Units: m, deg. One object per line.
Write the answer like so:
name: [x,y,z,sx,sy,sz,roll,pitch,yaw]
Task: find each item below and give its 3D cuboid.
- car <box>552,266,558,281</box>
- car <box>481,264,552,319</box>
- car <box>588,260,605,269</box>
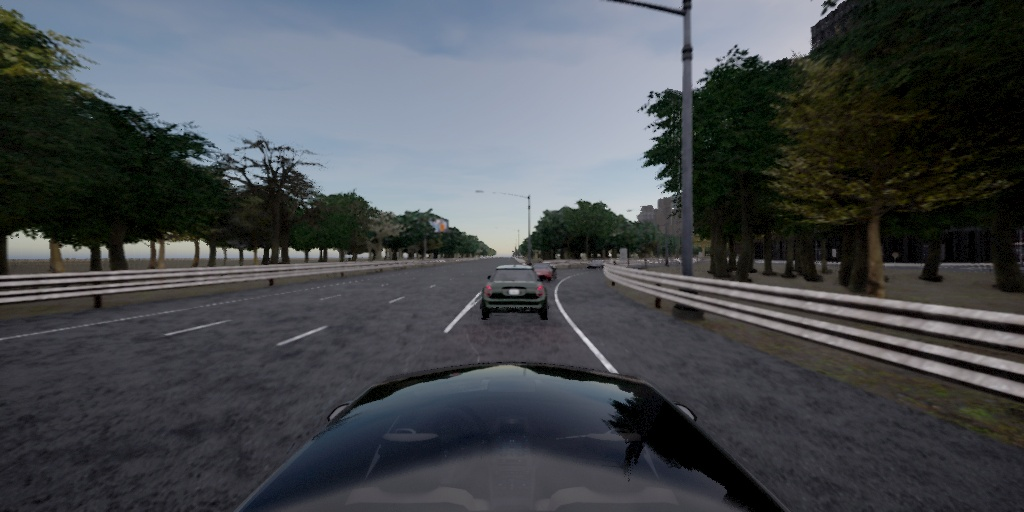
car: [2.610,1.308,29.771,1.994,1.385,4.181,0,0,14]
car: [0.164,1.099,12.924,2.097,1.767,4.553,0,0,3]
car: [13.101,1.287,54.518,1.994,1.385,4.181,0,0,32]
